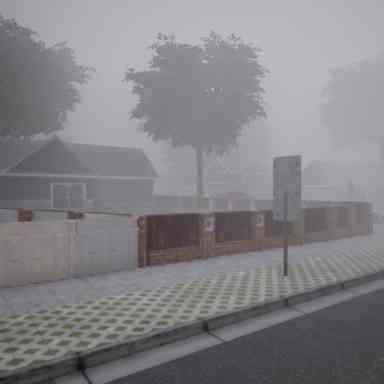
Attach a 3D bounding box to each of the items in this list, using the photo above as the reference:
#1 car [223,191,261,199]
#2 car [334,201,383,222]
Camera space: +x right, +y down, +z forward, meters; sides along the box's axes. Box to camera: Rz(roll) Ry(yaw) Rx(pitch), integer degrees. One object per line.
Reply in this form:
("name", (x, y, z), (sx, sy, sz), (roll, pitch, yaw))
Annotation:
("car", (5.293, 0.977, 32.942), (2.150, 2.045, 5.566), (0, 1, -36))
("car", (11.377, 1.405, 24.372), (1.812, 1.442, 4.674), (0, 1, -35))
